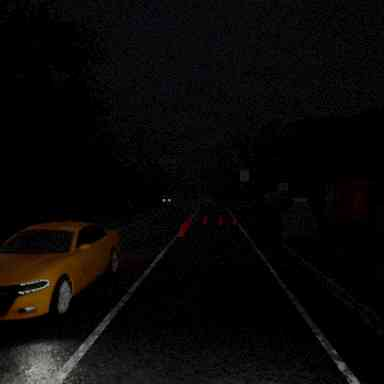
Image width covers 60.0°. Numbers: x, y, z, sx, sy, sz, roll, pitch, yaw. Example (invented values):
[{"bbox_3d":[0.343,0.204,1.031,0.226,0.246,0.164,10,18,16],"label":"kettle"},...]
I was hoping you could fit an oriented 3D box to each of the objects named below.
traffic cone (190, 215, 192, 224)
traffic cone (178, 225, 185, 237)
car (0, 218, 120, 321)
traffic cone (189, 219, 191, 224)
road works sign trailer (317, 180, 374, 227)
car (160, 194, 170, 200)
[{"bbox_3d":[-0.232,1.877,20.321,0.340,0.580,0.340,0,0,4],"label":"traffic cone"},{"bbox_3d":[-0.498,1.892,16.330,0.340,0.580,0.340,0,0,4],"label":"traffic cone"},{"bbox_3d":[-3.094,1.440,7.575,1.882,1.535,5.008,0,0,3],"label":"car"},{"bbox_3d":[-0.365,1.885,18.325,0.340,0.580,0.340,0,0,4],"label":"traffic cone"},{"bbox_3d":[7.916,0.531,18.553,3.560,2.380,2.880,-5,7,-42],"label":"road works sign trailer"},{"bbox_3d":[-7.208,1.312,88.479,1.812,1.442,4.674,-2,0,-17],"label":"car"}]
